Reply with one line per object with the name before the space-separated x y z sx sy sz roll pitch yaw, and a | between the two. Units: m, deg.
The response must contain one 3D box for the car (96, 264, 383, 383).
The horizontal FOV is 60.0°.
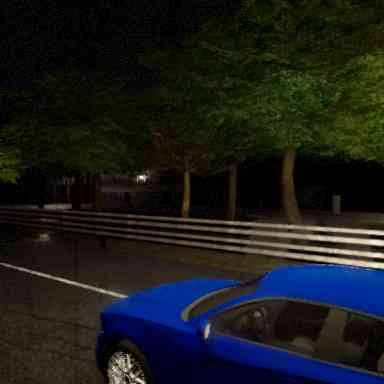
car | 1.192 1.474 3.142 5.008 1.535 1.882 0 0 35
